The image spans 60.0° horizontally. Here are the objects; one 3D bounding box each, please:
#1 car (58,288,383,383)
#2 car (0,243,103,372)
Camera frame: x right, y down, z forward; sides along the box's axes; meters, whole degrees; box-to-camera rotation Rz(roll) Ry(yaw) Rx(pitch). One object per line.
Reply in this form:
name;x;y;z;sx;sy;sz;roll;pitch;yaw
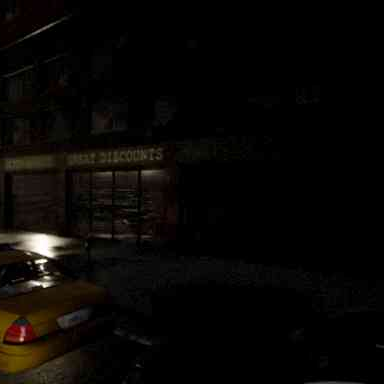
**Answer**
car;1.363;1.551;2.115;4.403;1.369;2.008;0;1;36
car;-3.322;1.519;5.459;4.829;1.417;1.752;0;1;36
